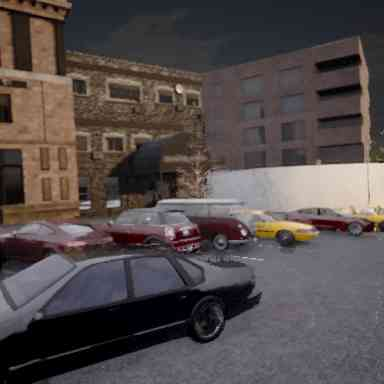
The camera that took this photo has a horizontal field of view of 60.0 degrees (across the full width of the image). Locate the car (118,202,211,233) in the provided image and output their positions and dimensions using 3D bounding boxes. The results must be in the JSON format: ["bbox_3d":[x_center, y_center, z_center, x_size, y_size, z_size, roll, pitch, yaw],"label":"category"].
[{"bbox_3d":[-1.931,1.375,12.155,4.553,1.767,2.185,-1,-1,35],"label":"car"}]

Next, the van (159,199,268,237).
[{"bbox_3d":[0.580,1.282,13.857,4.442,1.987,1.878,-1,-1,35],"label":"van"}]

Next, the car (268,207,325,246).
[{"bbox_3d":[3.071,1.521,15.558,5.366,1.575,1.946,-1,-1,34],"label":"car"}]

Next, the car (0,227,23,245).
[{"bbox_3d":[-6.853,1.530,8.714,4.792,1.488,2.163,-1,0,35],"label":"car"}]

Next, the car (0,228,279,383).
[{"bbox_3d":[-1.343,1.546,4.876,5.357,1.411,2.033,0,0,-35],"label":"car"}]

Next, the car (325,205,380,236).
[{"bbox_3d":[7.803,1.606,19.135,4.792,1.488,2.163,-1,-1,34],"label":"car"}]

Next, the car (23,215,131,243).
[{"bbox_3d":[-4.387,1.537,10.432,4.674,1.452,2.002,-1,0,35],"label":"car"}]

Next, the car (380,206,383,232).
[{"bbox_3d":[10.357,1.605,20.795,5.366,1.575,1.946,-1,-1,34],"label":"car"}]
